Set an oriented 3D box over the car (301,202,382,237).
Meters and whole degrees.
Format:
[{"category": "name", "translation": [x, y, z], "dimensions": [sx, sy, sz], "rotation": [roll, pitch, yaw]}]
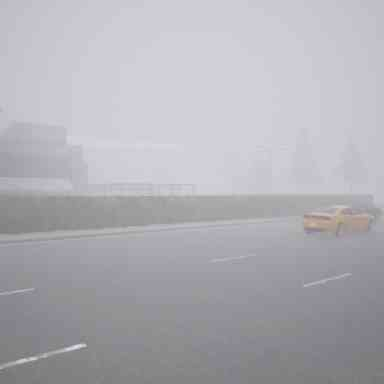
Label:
[{"category": "car", "translation": [8.049, 1.477, 18.089], "dimensions": [5.008, 1.535, 1.882], "rotation": [0, 0, -36]}]
